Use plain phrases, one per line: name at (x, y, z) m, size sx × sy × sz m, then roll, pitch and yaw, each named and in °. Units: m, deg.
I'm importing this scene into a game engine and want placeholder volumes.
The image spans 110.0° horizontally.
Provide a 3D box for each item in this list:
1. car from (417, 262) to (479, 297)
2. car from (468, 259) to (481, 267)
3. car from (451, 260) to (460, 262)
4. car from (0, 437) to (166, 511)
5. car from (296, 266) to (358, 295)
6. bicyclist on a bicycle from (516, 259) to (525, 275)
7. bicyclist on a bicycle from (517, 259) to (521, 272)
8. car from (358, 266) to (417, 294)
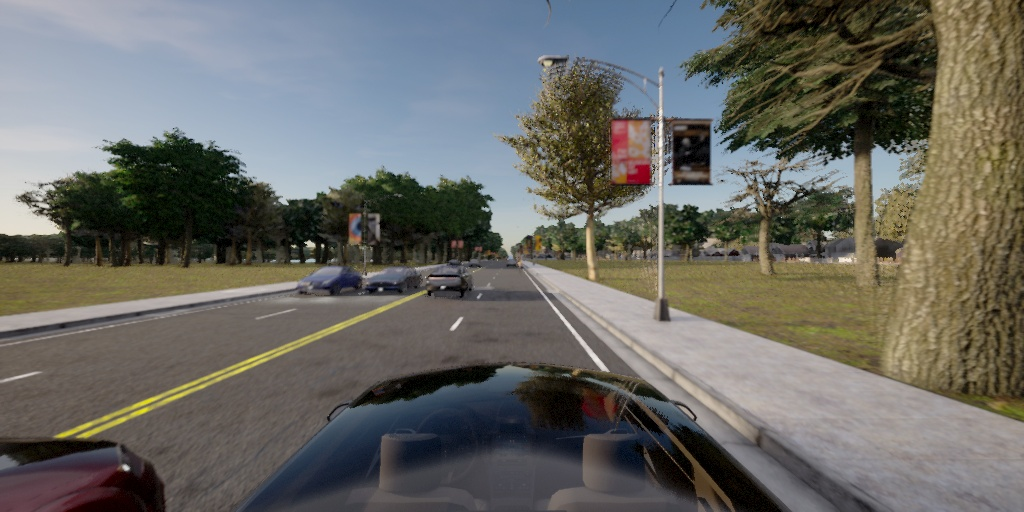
car at (-3.150, 1.240, 18.792) m, size 2.128 × 1.511 × 4.902 m, roll 0°, pitch 0°, yaw 0°
car at (-6.524, 1.273, 63.083) m, size 1.837 × 1.490 × 4.892 m, roll 0°, pitch 0°, yaw 0°
car at (-9.782, 1.311, 60.689) m, size 2.033 × 1.411 × 5.357 m, roll 0°, pitch 0°, yaw 1°
car at (-3.150, 1.314, 0.471) m, size 1.994 × 1.385 × 4.181 m, roll 0°, pitch 0°, yaw 0°
car at (-9.849, 1.274, 19.834) m, size 1.812 × 1.442 × 4.674 m, roll 0°, pitch 0°, yaw 0°
bicyclist on a bicycle at (0.892, 1.187, 36.942) m, size 0.866 × 1.612 × 1.509 m, roll 0°, pitch -1°, yaw 0°
bicyclist on a bicycle at (0.891, 1.207, 46.411) m, size 0.582 × 1.620 × 1.656 m, roll 0°, pitch 0°, yaw 0°
car at (-6.602, 1.295, 20.671) m, size 2.033 × 1.411 × 5.357 m, roll 0°, pitch 0°, yaw 0°
